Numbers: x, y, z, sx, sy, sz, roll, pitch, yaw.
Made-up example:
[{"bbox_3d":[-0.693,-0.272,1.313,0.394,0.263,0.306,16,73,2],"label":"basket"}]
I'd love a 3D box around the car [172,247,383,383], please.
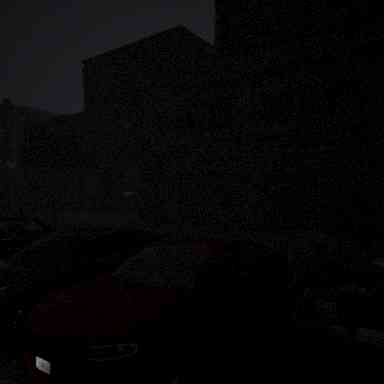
[{"bbox_3d":[2.204,1.481,3.775,2.231,1.521,4.892,0,0,36],"label":"car"}]

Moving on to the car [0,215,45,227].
[{"bbox_3d":[-4.589,1.356,8.596,2.185,1.767,4.553,0,0,35],"label":"car"}]

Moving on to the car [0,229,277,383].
[{"bbox_3d":[-0.052,1.479,5.399,2.097,1.535,5.008,0,0,36],"label":"car"}]

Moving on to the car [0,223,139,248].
[{"bbox_3d":[-2.334,1.510,6.985,2.163,1.488,4.792,0,0,36],"label":"car"}]
